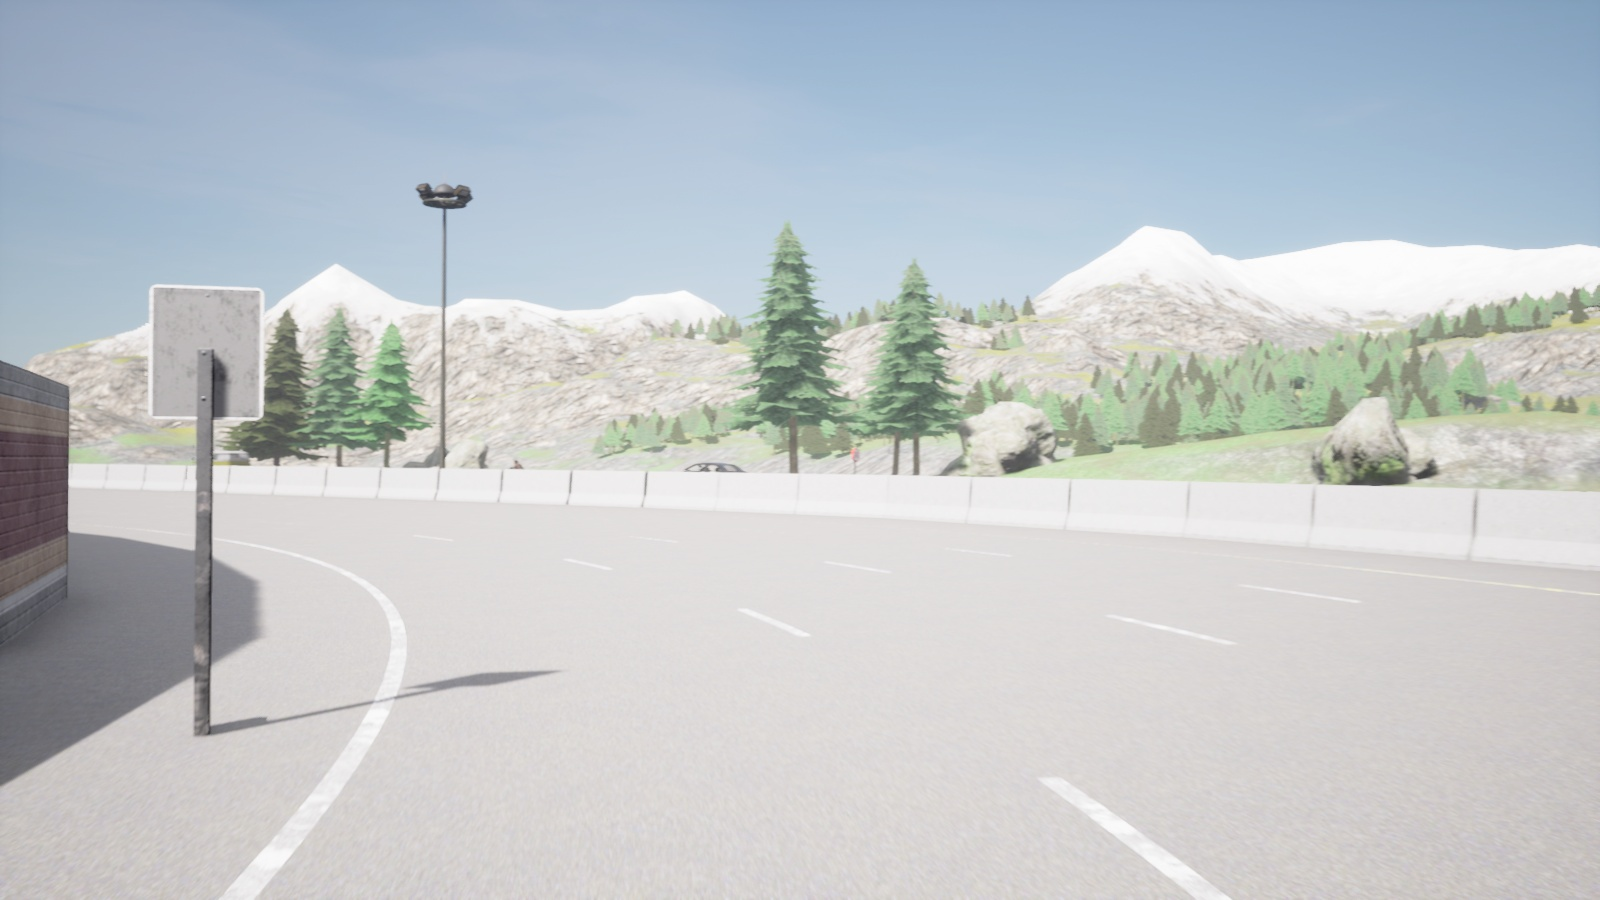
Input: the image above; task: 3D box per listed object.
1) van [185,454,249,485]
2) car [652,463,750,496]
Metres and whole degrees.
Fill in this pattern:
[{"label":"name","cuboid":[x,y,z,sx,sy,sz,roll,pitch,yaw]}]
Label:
[{"label":"van","cuboid":[-38.741,1.297,83.356,4.442,1.987,1.775,0,-1,33]},{"label":"car","cuboid":[-4.501,1.313,56.789,4.193,1.474,1.816,0,-1,33]}]
